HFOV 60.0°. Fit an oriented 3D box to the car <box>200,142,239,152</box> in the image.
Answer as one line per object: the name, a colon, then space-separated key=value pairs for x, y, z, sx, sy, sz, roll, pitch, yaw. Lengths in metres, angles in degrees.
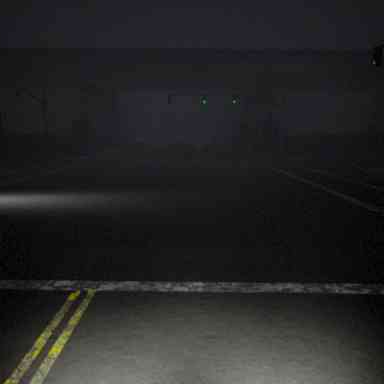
car: x=3.513 y=-5.786 z=42.583 sx=4.536 sy=1.218 sz=1.853 roll=5 pitch=11 yaw=29

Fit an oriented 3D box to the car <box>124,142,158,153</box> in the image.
car: x=-6.469 y=-5.673 z=42.030 sx=4.536 sy=1.218 sz=1.853 roll=9 pitch=14 yaw=44

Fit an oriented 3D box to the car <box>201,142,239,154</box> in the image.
car: x=3.559 y=-5.627 z=42.585 sx=4.974 sy=1.542 sz=2.038 roll=5 pitch=11 yaw=29

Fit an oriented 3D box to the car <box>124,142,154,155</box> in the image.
car: x=-6.432 y=-5.512 z=42.021 sx=4.974 sy=1.542 sz=2.038 roll=9 pitch=14 yaw=44

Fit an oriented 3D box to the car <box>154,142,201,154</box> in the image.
car: x=-1.824 y=-5.505 z=41.927 sx=4.974 sy=1.542 sz=2.038 roll=-7 pitch=12 yaw=-35

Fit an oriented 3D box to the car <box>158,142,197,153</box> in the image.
car: x=-1.782 y=-5.665 z=41.931 sx=4.536 sy=1.218 sz=1.853 roll=-7 pitch=12 yaw=-35
